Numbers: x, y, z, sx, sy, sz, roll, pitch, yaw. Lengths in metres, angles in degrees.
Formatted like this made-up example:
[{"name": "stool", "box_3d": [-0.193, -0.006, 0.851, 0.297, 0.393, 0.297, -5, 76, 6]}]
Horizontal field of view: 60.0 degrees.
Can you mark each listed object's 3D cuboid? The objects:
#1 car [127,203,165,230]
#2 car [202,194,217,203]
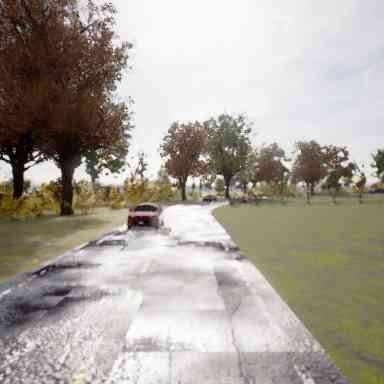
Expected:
[{"name": "car", "box_3d": [-2.825, 1.433, 21.062, 1.882, 1.535, 5.008, 0, 0, 0]}, {"name": "car", "box_3d": [3.325, 1.223, 62.297, 1.837, 1.490, 4.892, 0, 1, 21]}]
